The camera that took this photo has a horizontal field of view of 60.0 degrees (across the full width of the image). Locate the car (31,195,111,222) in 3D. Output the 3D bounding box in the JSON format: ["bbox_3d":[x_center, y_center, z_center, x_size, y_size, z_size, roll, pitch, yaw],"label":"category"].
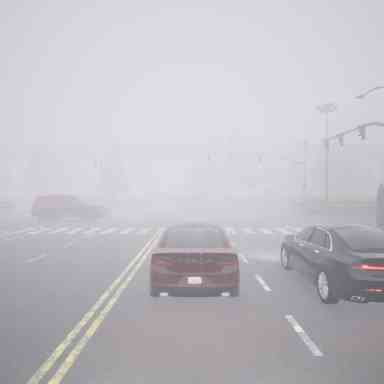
[{"bbox_3d":[-9.593,1.224,26.013,5.566,2.045,2.150,0,0,0],"label":"car"}]

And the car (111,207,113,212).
[{"bbox_3d":[-9.723,1.507,29.514,4.892,1.490,1.837,-1,0,0],"label":"car"}]

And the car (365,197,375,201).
[{"bbox_3d":[20.495,1.547,43.598,5.357,1.411,2.033,0,0,0],"label":"car"}]

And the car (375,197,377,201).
[{"bbox_3d":[25.897,1.505,47.083,4.892,1.490,1.837,0,0,0],"label":"car"}]

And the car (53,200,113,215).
[{"bbox_3d":[-10.720,1.547,33.020,5.357,1.411,2.033,0,0,0],"label":"car"}]

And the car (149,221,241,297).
[{"bbox_3d":[0.058,1.478,8.614,1.882,1.535,5.008,0,0,0],"label":"car"}]

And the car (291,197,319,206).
[{"bbox_3d":[16.576,1.505,47.112,4.892,1.490,1.837,0,0,0],"label":"car"}]

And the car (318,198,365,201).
[{"bbox_3d":[17.979,1.564,40.108,4.181,1.385,1.994,0,0,0],"label":"car"}]

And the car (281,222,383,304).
[{"bbox_3d":[3.556,1.505,8.101,1.837,1.490,4.892,0,0,0],"label":"car"}]
